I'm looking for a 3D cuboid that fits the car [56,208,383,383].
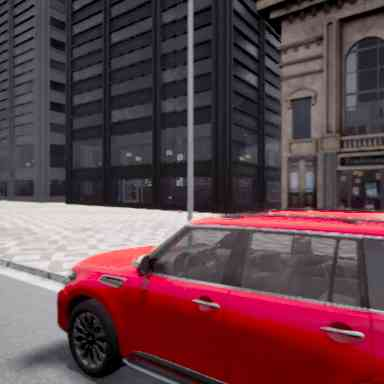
[{"bbox_3d":[0.809,1.208,3.783,5.566,2.045,2.150,1,1,36],"label":"car"}]
